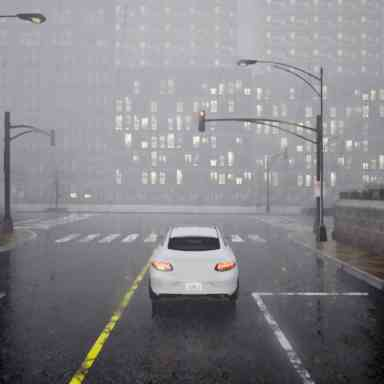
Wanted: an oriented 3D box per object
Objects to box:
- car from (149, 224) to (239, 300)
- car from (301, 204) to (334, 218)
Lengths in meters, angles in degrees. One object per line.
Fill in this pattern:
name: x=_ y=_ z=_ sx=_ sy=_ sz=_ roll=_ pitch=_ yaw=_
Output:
car: x=0.050 y=1.524 z=8.259 sx=1.812 sy=1.442 sz=4.674 roll=0 pitch=0 yaw=0
car: x=12.898 y=1.781 z=31.629 sx=4.718 sy=1.301 sz=1.895 roll=1 pitch=0 yaw=-1
